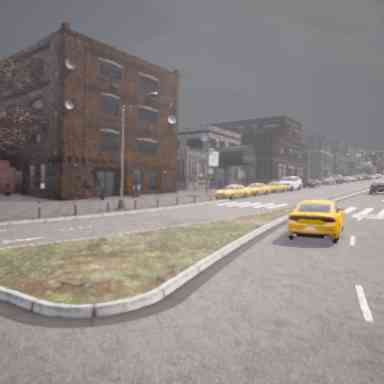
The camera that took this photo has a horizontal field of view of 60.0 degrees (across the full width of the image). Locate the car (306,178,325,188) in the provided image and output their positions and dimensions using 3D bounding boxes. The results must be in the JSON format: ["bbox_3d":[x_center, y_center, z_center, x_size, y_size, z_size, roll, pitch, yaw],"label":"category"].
[{"bbox_3d":[20.661,-1.517,57.372,2.163,1.488,4.792,2,4,36],"label":"car"}]

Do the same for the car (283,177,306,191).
[{"bbox_3d":[14.163,-1.212,48.439,2.435,2.045,5.566,2,4,36],"label":"car"}]

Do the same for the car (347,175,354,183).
[{"bbox_3d":[35.913,-2.922,78.380,2.231,1.521,4.892,2,4,37],"label":"car"}]

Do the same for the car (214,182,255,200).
[{"bbox_3d":[4.239,-0.070,34.859,1.946,1.575,5.366,2,4,36],"label":"car"}]

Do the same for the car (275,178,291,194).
[{"bbox_3d":[10.746,-0.657,43.768,1.946,1.575,5.366,2,4,36],"label":"car"}]

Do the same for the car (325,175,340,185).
[{"bbox_3d":[27.186,-2.132,66.315,2.231,1.521,4.892,2,4,36],"label":"car"}]

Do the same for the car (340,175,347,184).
[{"bbox_3d":[30.413,-2.674,70.731,2.435,2.045,5.566,2,4,36],"label":"car"}]

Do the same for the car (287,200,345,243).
[{"bbox_3d":[5.456,1.086,14.417,1.882,1.535,5.008,1,3,27],"label":"car"}]

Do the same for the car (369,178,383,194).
[{"bbox_3d":[22.763,-0.532,40.221,1.837,1.490,4.892,2,4,36],"label":"car"}]

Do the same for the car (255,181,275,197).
[{"bbox_3d":[7.496,-0.365,39.310,1.946,1.575,5.366,2,4,36],"label":"car"}]

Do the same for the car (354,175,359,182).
[{"bbox_3d":[40.001,-3.289,83.892,1.946,1.575,5.366,2,4,36],"label":"car"}]
